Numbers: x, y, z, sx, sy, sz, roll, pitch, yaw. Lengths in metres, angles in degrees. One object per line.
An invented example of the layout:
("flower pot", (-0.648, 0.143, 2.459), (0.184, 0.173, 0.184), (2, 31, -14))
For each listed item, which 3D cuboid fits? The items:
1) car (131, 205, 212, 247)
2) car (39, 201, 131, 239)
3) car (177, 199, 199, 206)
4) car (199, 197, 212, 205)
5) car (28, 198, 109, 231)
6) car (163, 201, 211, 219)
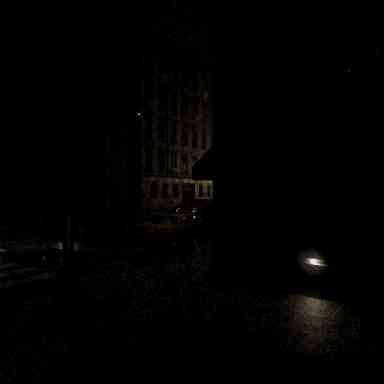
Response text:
("car", (-0.308, 1.530, 15.136), (1.752, 1.417, 4.829), (0, 0, 36))
("car", (-5.159, 1.457, 17.779), (1.882, 1.535, 5.008), (0, 0, 34))
("car", (0.676, 1.321, 25.948), (2.097, 1.767, 4.553), (0, 0, 35))
("car", (2.896, 1.314, 19.618), (2.192, 1.841, 5.009), (0, 0, 36))
("car", (-6.931, 1.282, 19.670), (2.192, 1.841, 5.009), (0, 0, 36))
("car", (-0.330, 1.521, 28.912), (1.947, 1.339, 4.313), (0, 0, 36))
